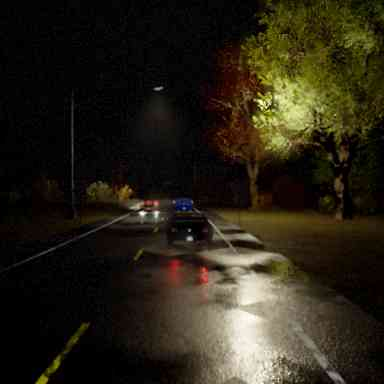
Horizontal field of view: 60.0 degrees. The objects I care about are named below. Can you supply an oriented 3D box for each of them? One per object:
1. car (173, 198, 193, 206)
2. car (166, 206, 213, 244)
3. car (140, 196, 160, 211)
[{"bbox_3d":[-0.867,1.374,33.591,1.882,1.535,5.008,0,0,-3],"label":"car"},{"bbox_3d":[-0.141,1.550,15.411,1.895,1.301,4.718,0,0,-1],"label":"car"},{"bbox_3d":[-4.852,1.240,38.516,2.097,1.767,4.553,0,0,-4],"label":"car"}]
